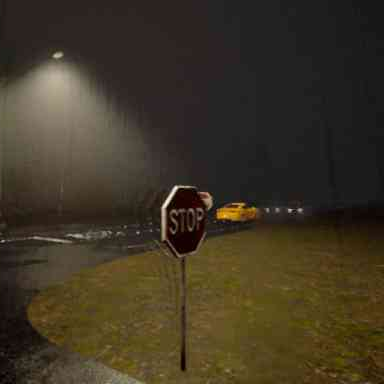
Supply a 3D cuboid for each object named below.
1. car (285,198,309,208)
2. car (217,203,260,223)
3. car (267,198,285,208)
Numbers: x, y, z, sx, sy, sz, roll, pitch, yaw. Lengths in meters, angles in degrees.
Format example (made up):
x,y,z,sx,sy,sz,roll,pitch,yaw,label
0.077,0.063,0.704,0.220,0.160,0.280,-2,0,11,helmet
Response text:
x,y,z,sx,sy,sz,roll,pitch,yaw,label
16.705,1.711,51.931,1.882,1.535,5.008,-1,-1,35,car
3.906,1.660,27.244,1.882,1.535,5.008,-1,-1,35,car
13.826,1.756,53.921,1.882,1.535,5.008,-1,-1,35,car
